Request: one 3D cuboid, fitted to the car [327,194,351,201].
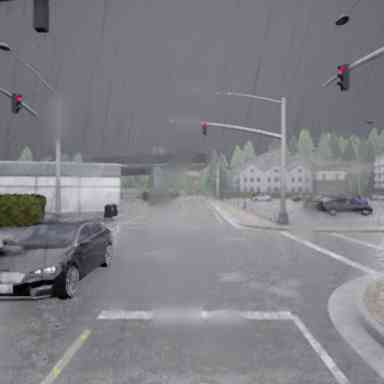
[{"bbox_3d":[32.546,1.202,73.787,4.514,1.523,2.007,0,0,1],"label":"car"}]

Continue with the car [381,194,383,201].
[{"bbox_3d":[39.781,1.073,63.607,5.027,1.636,2.152,0,0,1],"label":"car"}]

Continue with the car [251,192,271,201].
[{"bbox_3d":[14.619,0.981,70.374,3.866,1.878,1.905,0,0,1],"label":"car"}]

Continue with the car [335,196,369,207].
[{"bbox_3d":[21.384,1.262,44.544,3.633,1.501,1.845,0,0,1],"label":"car"}]

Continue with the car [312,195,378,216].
[{"bbox_3d":[13.560,1.301,29.666,4.514,1.523,2.007,0,0,1],"label":"car"}]

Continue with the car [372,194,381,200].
[{"bbox_3d":[39.545,1.143,70.029,3.806,1.475,1.970,0,0,1],"label":"car"}]

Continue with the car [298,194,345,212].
[{"bbox_3d":[13.550,1.287,32.804,5.027,1.636,2.152,0,0,1],"label":"car"}]

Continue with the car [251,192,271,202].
[{"bbox_3d":[13.963,1.270,67.059,3.806,1.475,1.970,0,0,1],"label":"car"}]

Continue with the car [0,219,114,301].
[{"bbox_3d":[-3.367,1.478,8.459,2.128,1.511,4.902,0,0,1],"label":"car"}]

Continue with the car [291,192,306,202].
[{"bbox_3d":[22.442,1.008,66.981,4.605,1.855,1.932,0,0,1],"label":"car"}]
